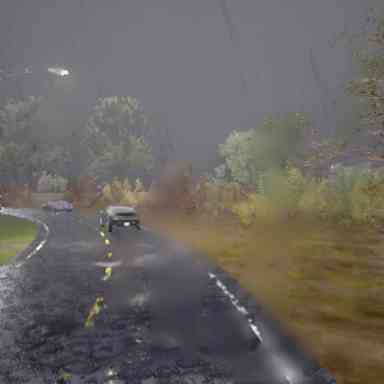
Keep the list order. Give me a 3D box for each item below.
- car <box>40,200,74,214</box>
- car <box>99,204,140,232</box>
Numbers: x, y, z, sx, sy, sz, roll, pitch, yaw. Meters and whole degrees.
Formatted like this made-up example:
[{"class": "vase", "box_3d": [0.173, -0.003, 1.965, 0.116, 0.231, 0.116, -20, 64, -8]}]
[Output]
[{"class": "car", "box_3d": [-14.924, 1.574, 36.645, 2.033, 1.411, 5.357, -1, 0, -44]}, {"class": "car", "box_3d": [-4.524, 1.520, 20.592, 1.837, 1.490, 4.892, 0, 0, -22]}]
